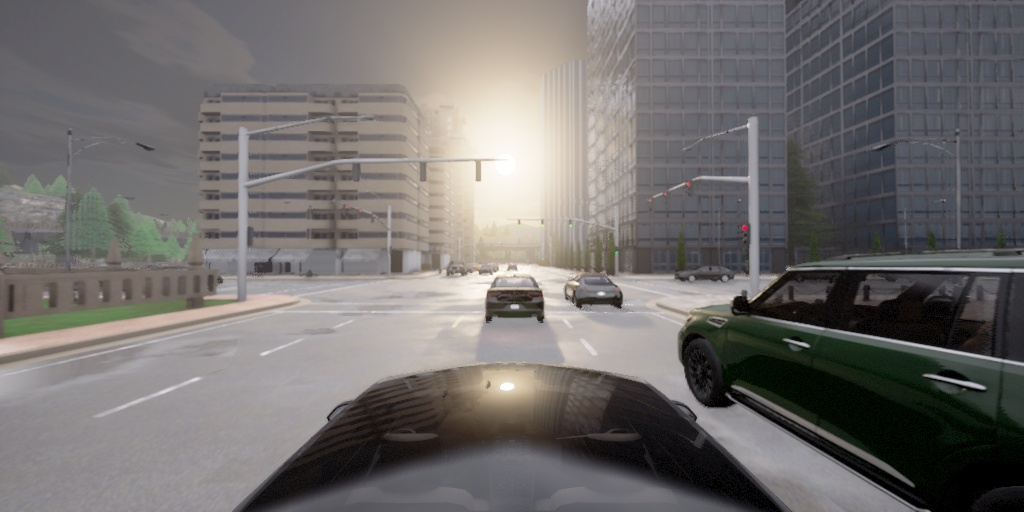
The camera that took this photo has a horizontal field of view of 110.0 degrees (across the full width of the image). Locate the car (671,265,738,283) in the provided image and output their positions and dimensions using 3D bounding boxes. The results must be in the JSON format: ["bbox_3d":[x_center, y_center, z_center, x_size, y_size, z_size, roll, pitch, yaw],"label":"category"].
[{"bbox_3d":[16.972,1.584,31.782,4.892,1.490,1.837,0,-1,0],"label":"car"}]

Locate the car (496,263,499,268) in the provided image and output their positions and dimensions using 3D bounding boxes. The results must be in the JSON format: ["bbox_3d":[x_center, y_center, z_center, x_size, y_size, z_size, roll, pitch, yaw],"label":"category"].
[{"bbox_3d":[-3.578,1.979,59.443,2.128,1.511,4.902,0,-1,0],"label":"car"}]

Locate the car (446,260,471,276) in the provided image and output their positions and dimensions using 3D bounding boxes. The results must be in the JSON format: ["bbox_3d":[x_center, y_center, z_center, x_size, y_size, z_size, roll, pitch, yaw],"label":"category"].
[{"bbox_3d":[-7.104,1.547,46.738,2.150,2.045,5.566,0,-1,0],"label":"car"}]

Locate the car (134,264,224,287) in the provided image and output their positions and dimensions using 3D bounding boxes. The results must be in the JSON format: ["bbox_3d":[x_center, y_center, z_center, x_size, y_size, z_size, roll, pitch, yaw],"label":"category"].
[{"bbox_3d":[-22.914,1.498,25.070,4.892,1.490,1.837,0,-1,3],"label":"car"}]

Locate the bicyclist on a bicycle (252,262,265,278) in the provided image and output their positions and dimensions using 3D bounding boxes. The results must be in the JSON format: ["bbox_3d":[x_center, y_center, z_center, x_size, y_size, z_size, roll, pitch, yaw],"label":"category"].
[{"bbox_3d":[-26.087,1.445,36.963,0.582,1.620,1.656,0,0,7],"label":"bicyclist on a bicycle"}]

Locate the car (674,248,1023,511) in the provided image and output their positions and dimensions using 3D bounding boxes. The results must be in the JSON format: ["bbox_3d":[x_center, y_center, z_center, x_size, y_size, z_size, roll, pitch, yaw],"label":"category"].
[{"bbox_3d":[3.601,0.988,3.123,2.150,2.045,5.566,0,-1,0],"label":"car"}]

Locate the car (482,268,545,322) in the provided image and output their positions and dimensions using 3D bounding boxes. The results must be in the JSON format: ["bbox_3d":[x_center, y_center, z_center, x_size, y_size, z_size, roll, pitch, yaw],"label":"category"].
[{"bbox_3d":[0.089,1.371,12.994,1.882,1.535,5.008,0,-1,0],"label":"car"}]

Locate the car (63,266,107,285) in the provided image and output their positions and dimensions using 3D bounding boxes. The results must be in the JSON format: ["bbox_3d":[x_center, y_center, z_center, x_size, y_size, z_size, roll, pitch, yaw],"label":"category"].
[{"bbox_3d":[-32.186,1.608,26.214,4.718,1.301,1.895,0,-1,14],"label":"car"}]

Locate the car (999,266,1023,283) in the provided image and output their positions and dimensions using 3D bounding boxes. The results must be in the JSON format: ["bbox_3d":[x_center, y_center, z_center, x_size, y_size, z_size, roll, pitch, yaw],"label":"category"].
[{"bbox_3d":[46.552,1.602,31.582,4.674,1.442,1.812,0,-1,1],"label":"car"}]

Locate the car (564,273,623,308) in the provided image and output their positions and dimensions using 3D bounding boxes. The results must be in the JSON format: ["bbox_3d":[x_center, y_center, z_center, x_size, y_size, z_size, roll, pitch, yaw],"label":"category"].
[{"bbox_3d":[3.593,1.483,16.421,1.994,1.385,4.181,0,0,0],"label":"car"}]

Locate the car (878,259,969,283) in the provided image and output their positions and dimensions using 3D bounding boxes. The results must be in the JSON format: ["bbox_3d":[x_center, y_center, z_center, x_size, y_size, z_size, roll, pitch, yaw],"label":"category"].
[{"bbox_3d":[36.213,1.299,31.672,5.566,2.045,2.150,0,-1,0],"label":"car"}]

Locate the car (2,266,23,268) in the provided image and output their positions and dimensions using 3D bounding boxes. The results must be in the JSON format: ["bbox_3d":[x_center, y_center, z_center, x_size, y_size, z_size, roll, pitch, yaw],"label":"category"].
[{"bbox_3d":[-42.043,1.582,30.042,4.674,1.442,1.812,-1,-1,29],"label":"car"}]

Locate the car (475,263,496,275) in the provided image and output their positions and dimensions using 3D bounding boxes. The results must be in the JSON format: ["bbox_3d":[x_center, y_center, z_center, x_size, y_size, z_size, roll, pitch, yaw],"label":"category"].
[{"bbox_3d":[-3.603,1.873,50.104,1.837,1.490,4.892,0,-1,0],"label":"car"}]

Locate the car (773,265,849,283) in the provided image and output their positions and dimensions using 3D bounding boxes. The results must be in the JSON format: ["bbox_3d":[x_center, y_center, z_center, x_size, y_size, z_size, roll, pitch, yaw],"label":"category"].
[{"bbox_3d":[26.335,1.569,31.726,4.902,1.511,2.128,0,-1,0],"label":"car"}]

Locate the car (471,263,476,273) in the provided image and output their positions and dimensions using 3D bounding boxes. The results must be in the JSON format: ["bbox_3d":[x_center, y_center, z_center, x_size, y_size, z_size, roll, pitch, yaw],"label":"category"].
[{"bbox_3d":[-7.092,1.954,56.438,1.837,1.490,4.892,0,-1,0],"label":"car"}]
